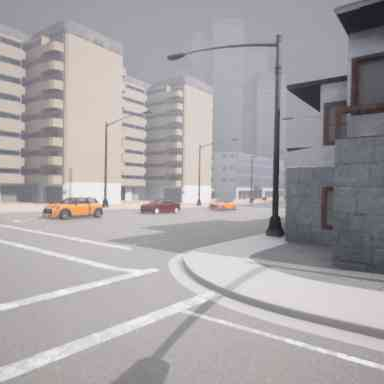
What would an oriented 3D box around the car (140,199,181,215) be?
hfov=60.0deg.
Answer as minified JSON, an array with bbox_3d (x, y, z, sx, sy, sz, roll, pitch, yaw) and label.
[{"bbox_3d":[-3.208,1.462,34.361,1.882,1.535,5.008,2,0,36],"label":"car"}]

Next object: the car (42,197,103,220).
[{"bbox_3d":[-9.248,1.172,26.031,2.097,1.767,4.553,2,0,36],"label":"car"}]

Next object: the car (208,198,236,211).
[{"bbox_3d":[4.071,1.612,44.366,2.097,1.767,4.553,2,0,36],"label":"car"}]
